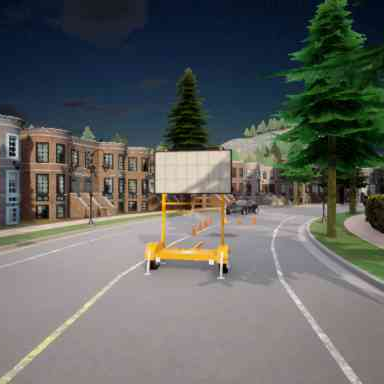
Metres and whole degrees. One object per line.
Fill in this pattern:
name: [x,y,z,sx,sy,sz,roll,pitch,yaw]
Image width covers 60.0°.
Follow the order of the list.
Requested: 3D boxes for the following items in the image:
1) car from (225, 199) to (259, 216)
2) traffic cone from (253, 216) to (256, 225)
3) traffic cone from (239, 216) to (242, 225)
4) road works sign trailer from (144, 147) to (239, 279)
car: [4.921,1.505,32.333,1.837,1.490,4.892,-1,0,33]
traffic cone: [4.243,1.955,22.569,0.340,0.580,0.340,0,0,12]
traffic cone: [3.266,1.954,22.776,0.340,0.580,0.340,0,0,12]
road works sign trailer: [0.058,0.464,10.169,2.380,3.560,2.880,0,0,12]
